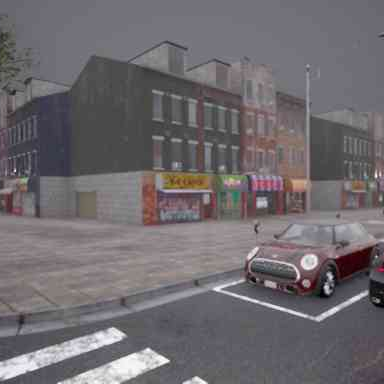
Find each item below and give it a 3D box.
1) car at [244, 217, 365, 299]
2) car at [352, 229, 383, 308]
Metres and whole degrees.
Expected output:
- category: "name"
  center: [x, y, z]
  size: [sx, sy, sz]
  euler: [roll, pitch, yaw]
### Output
- category: "car"
  center: [3.130, 1.433, 8.427]
  size: [4.097, 1.590, 1.967]
  euler: [0, 0, -43]
- category: "car"
  center: [5.265, 1.492, 6.801]
  size: [4.892, 1.490, 1.837]
  euler: [0, 0, -43]
